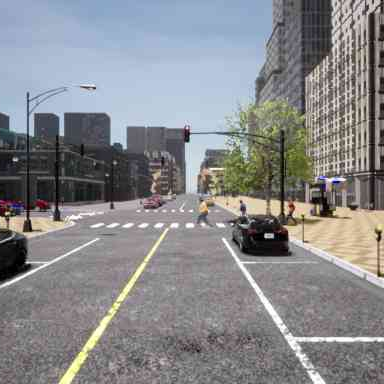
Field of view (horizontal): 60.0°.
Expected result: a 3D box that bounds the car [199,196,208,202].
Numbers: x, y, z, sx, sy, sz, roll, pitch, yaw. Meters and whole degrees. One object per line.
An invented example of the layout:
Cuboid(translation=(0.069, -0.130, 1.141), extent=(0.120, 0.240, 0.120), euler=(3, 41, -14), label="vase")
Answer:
Cuboid(translation=(2.720, 1.573, 79.474), extent=(1.947, 1.339, 4.313), euler=(0, 0, 0), label="car")

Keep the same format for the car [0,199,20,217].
Cuboid(translation=(-17.139, 1.101, 26.800), extent=(5.009, 1.841, 2.192), euler=(1, -1, -1), label="car")

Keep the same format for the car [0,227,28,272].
Cuboid(translation=(-5.684, 1.566, 8.153), extent=(1.947, 1.339, 4.313), euler=(0, 0, 0), label="car")

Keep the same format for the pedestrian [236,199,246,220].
Cuboid(translation=(3.200, 1.295, 21.344), extent=(0.375, 1.860, 0.375), euler=(0, 0, 0), label="pedestrian")

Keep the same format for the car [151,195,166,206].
Cuboid(translation=(-5.669, 1.318, 51.719), extent=(2.192, 1.841, 5.009), euler=(0, 0, 0), label="car")

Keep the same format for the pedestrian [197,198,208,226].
Cuboid(translation=(0.694, 1.295, 21.860), extent=(0.375, 1.860, 0.375), euler=(0, 0, 0), label="pedestrian")

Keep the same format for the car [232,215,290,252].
Cuboid(translation=(2.698, 1.567, 13.690), extent=(1.947, 1.339, 4.313), euler=(0, 0, 0), label="car")

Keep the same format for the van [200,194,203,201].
Cuboid(translation=(2.714, 1.345, 57.270), extent=(1.690, 1.788, 3.998), euler=(0, 0, 0), label="van")

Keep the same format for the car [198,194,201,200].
Cuboid(translation=(2.716, 1.556, 68.372), extent=(2.008, 1.369, 4.403), euler=(0, 0, 0), label="car")

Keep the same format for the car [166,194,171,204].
Cuboid(translation=(-5.666, 1.555, 62.822), extent=(2.008, 1.369, 4.403), euler=(0, 0, 0), label="car")

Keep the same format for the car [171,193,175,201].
Cuboid(translation=(-5.661, 1.532, 79.304), extent=(1.752, 1.417, 4.829), euler=(0, 0, 0), label="car")

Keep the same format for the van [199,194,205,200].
Cuboid(translation=(2.725, 1.349, 90.576), extent=(1.690, 1.788, 3.998), euler=(0, 0, 0), label="van")

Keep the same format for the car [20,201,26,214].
Cuboid(translation=(-17.363, 1.322, 29.371), extent=(4.674, 1.442, 1.812), euler=(1, 0, -2), label="car")

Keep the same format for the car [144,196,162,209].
Cuboid(translation=(-5.672, 1.585, 46.168), extent=(1.802, 1.307, 4.206), euler=(0, 0, 0), label="car")

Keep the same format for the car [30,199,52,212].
Cuboid(translation=(-17.257, 1.372, 35.175), extent=(4.507, 1.381, 1.887), euler=(1, -1, -1), label="car")

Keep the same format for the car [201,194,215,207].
Cuboid(translation=(2.711, 1.529, 51.889), extent=(1.752, 1.417, 4.829), euler=(0, 0, 0), label="car")

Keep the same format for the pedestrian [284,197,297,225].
Cuboid(translation=(6.103, 1.143, 20.648), extent=(0.375, 1.860, 0.375), euler=(0, 0, 0), label="pedestrian")
